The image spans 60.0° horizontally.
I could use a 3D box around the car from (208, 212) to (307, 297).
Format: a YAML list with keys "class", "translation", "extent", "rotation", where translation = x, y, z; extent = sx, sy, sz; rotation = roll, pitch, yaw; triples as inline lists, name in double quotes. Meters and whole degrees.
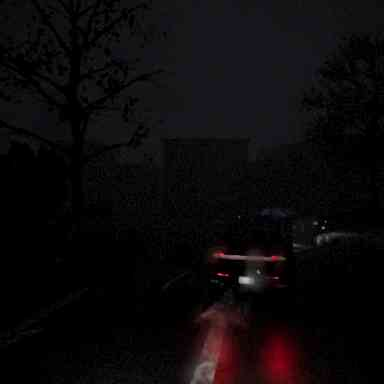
- class: "car"
  translation: [1.723, 1.510, 8.800]
  extent: [2.128, 1.511, 4.902]
  rotation: [0, 0, 16]

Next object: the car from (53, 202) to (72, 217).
- class: "car"
  translation: [-12.883, 1.718, 34.589]
  extent: [2.097, 1.535, 5.008]
  rotation: [-1, 0, 1]

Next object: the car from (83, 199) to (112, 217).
- class: "car"
  translation: [-9.851, 1.543, 34.516]
  extent: [2.185, 1.767, 4.553]
  rotation: [-1, 0, 1]

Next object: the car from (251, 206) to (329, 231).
- class: "car"
  translation: [5.287, 1.590, 20.142]
  extent: [5.357, 1.411, 2.033]
  rotation: [0, 0, 43]
